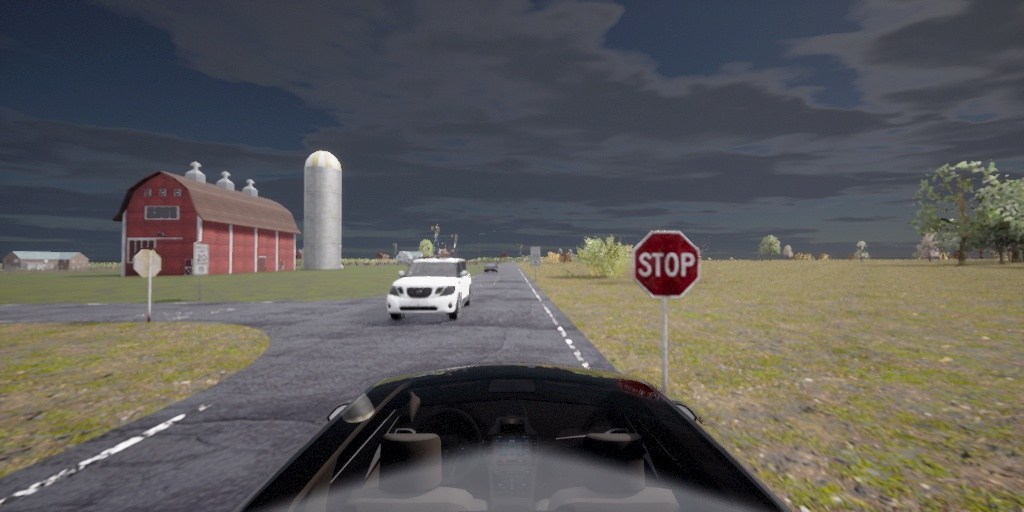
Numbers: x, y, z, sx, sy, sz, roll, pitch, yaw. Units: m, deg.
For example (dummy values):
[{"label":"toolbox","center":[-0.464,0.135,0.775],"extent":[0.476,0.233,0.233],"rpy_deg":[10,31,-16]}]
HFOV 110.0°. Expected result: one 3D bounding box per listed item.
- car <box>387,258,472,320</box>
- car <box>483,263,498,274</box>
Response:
[{"label":"car","center":[-2.766,1.072,13.320],"extent":[2.150,2.045,5.566],"rpy_deg":[0,0,0]},{"label":"car","center":[-2.811,1.664,48.824],"extent":[2.033,1.411,5.357],"rpy_deg":[0,0,0]}]
